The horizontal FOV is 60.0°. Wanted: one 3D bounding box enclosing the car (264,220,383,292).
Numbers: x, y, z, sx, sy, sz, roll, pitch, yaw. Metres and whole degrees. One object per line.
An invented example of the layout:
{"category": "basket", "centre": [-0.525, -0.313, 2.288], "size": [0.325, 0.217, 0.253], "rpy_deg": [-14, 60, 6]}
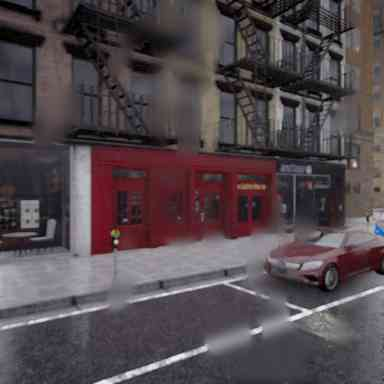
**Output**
{"category": "car", "centre": [3.784, 1.586, 8.895], "size": [4.206, 1.307, 1.802], "rpy_deg": [0, 0, -36]}

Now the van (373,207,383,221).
{"category": "van", "centre": [8.186, 1.348, 12.034], "size": [3.998, 1.788, 1.690], "rpy_deg": [0, 0, -36]}
